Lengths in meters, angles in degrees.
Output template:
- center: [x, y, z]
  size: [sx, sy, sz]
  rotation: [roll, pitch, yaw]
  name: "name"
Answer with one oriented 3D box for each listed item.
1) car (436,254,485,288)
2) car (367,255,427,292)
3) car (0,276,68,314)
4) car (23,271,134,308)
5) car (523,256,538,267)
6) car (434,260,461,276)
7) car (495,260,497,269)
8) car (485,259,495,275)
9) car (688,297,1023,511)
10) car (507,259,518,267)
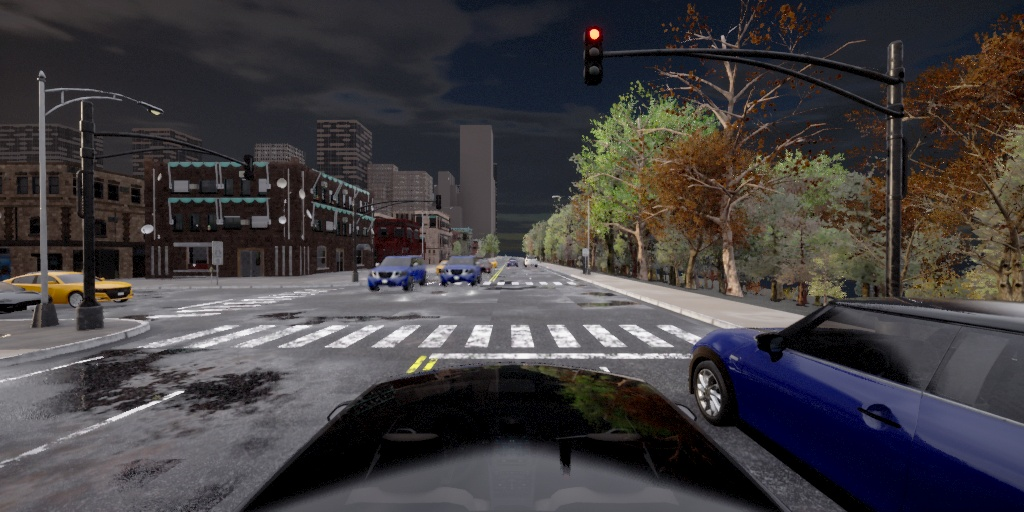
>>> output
- center: [-3.347, 0.966, 24.398]
  size: [2.150, 2.045, 5.566]
  rotation: [0, 0, 0]
  name: "car"
- center: [-6.597, 0.969, 21.344]
  size: [2.150, 2.045, 5.566]
  rotation: [0, 0, 0]
  name: "car"
- center: [-19.946, 1.565, 13.307]
  size: [4.313, 1.339, 1.948]
  rotation: [0, 0, 0]
  name: "car"
- center: [-20.009, 1.450, 16.003]
  size: [5.008, 1.535, 1.882]
  rotation: [-1, 1, -1]
  name: "car"
- center: [3.355, 0.948, 63.657]
  size: [2.150, 2.045, 5.566]
  rotation: [0, 0, 0]
  name: "car"
- center: [-6.599, 1.216, 37.376]
  size: [1.882, 1.535, 5.008]
  rotation: [0, 0, 0]
  name: "car"
- center: [-3.331, 1.207, 56.525]
  size: [1.882, 1.535, 5.008]
  rotation: [0, 0, 0]
  name: "car"
- center: [-3.348, 1.090, 39.453]
  size: [2.097, 1.767, 4.553]
  rotation: [0, 0, 0]
  name: "car"
- center: [3.351, 1.102, 2.850]
  size: [2.097, 1.767, 4.553]
  rotation: [0, 0, 0]
  name: "car"
- center: [0.102, 1.252, 64.506]
  size: [1.812, 1.442, 4.674]
  rotation: [0, 0, 0]
  name: "car"
